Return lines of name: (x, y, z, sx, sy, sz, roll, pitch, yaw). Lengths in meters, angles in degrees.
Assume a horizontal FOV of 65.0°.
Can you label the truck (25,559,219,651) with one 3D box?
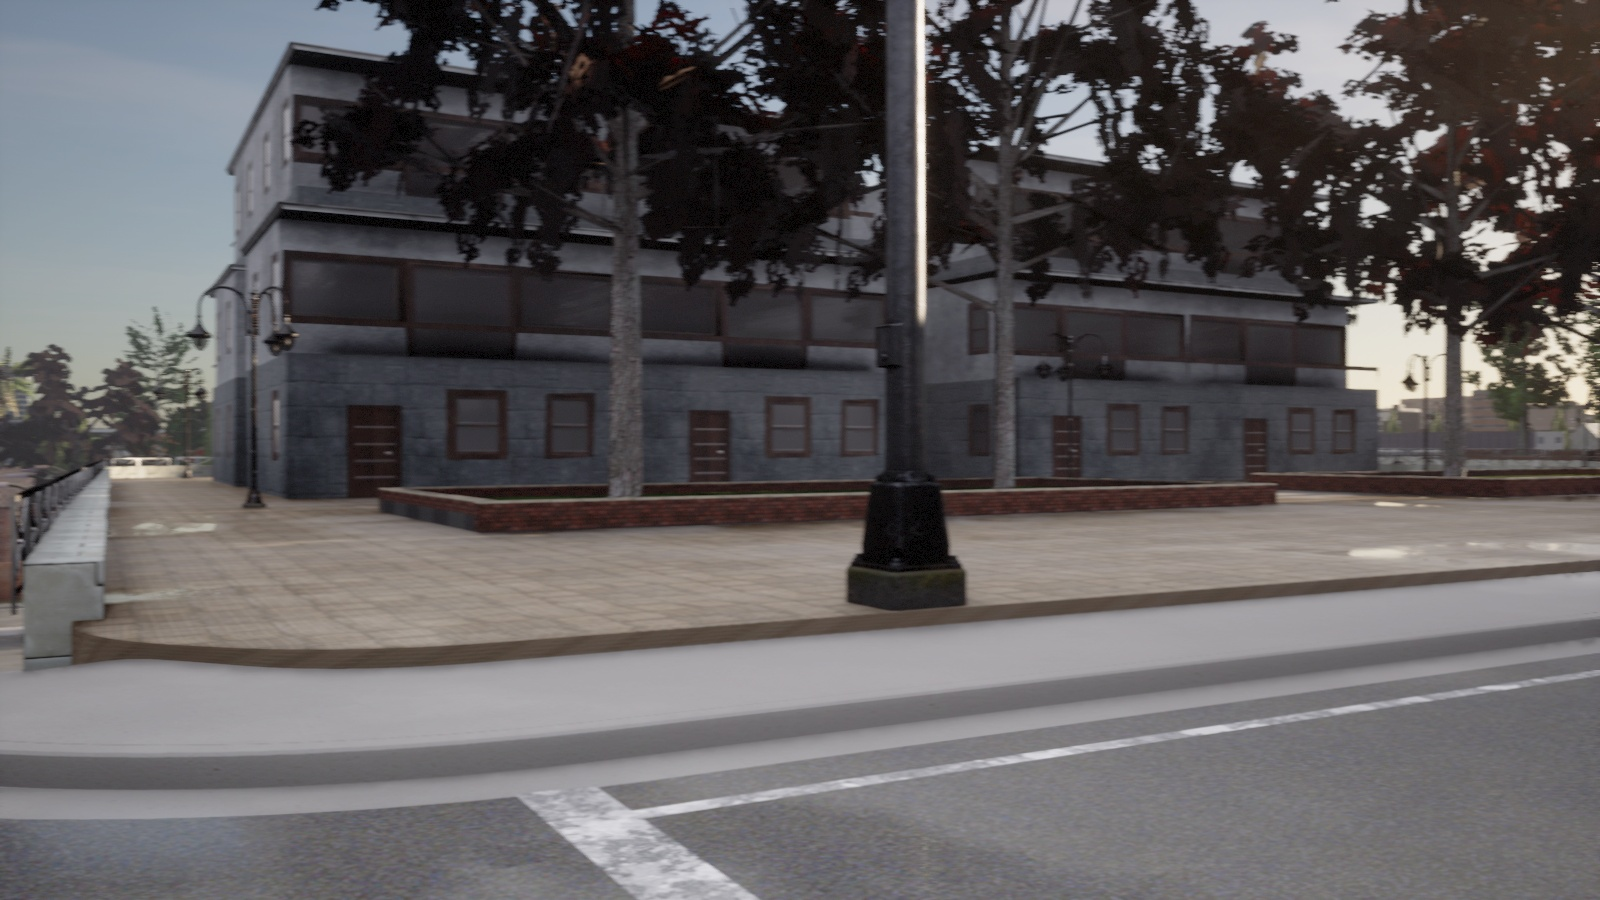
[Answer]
truck: (-34.276, 7.735, 63.717, 8.468, 3.827, 2.891, 0, 0, -29)
